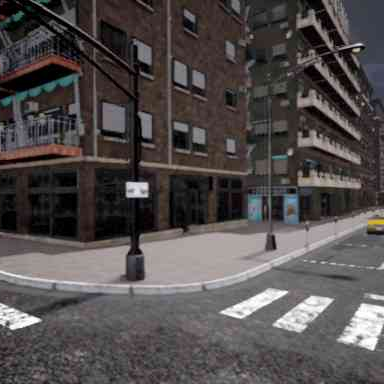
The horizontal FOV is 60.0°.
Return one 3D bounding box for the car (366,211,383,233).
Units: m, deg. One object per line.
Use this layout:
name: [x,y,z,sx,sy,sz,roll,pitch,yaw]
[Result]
car: [12.971,2.000,22.572,1.752,1.417,4.829,-2,-2,35]
